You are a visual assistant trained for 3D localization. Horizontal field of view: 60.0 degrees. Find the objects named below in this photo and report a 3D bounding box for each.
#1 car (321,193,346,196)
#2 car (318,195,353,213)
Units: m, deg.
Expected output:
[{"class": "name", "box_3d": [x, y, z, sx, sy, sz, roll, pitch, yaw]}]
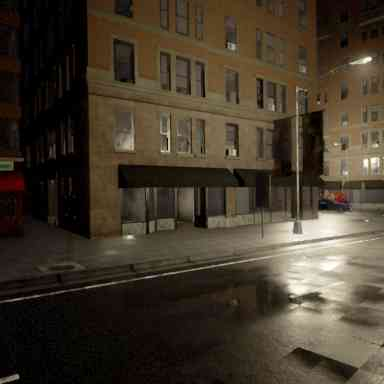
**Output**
[{"class": "car", "box_3d": [16.654, 1.084, 41.003, 2.192, 1.841, 5.009, 0, 1, -44]}, {"class": "car", "box_3d": [14.405, 1.397, 35.042, 1.812, 1.442, 4.674, -1, 1, -43]}]
